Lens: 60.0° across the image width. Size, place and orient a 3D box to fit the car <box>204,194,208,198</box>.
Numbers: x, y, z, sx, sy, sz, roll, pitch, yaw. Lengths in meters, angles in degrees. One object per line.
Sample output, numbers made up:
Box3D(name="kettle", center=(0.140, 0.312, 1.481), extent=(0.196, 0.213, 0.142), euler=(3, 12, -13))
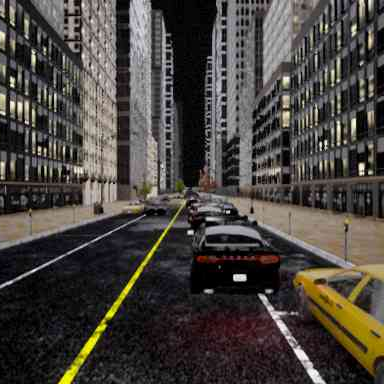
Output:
Box3D(name="car", center=(2.708, 1.403, 38.341), extent=(1.967, 1.590, 4.097), euler=(0, 0, 0))

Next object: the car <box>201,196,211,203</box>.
Box3D(name="car", center=(2.725, 1.472, 66.802), extent=(1.887, 1.381, 4.507), euler=(0, 0, 0))

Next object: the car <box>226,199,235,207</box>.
Box3D(name="car", center=(2.702, 1.541, 26.956), extent=(1.947, 1.339, 4.313), euler=(0, 0, 0))

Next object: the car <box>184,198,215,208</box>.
Box3D(name="car", center=(0.708, 1.483, 24.831), extent=(1.837, 1.490, 4.892), euler=(0, 0, 4))

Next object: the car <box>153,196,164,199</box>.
Box3D(name="car", center=(-5.666, 1.390, 49.744), extent=(1.967, 1.590, 4.097), euler=(0, 0, 0))

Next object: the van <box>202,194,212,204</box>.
Box3D(name="van", center=(2.721, 1.277, 61.109), extent=(1.690, 1.788, 3.998), euler=(0, 0, 0))

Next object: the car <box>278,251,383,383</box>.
Box3D(name="car", center=(2.689, 1.521, 4.358), extent=(1.752, 1.417, 4.829), euler=(0, 0, 0))

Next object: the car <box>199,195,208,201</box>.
Box3D(name="car", center=(2.732, 1.461, 78.186), extent=(2.008, 1.369, 4.403), euler=(0, 0, 0))

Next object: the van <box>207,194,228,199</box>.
Box3D(name="van", center=(2.704, 1.310, 32.648), extent=(1.690, 1.788, 3.998), euler=(0, 0, 0))

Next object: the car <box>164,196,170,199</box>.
Box3D(name="car", center=(-5.652, 1.485, 72.511), extent=(1.947, 1.339, 4.313), euler=(0, 0, 0))

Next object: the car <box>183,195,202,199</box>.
Box3D(name="car", center=(0.035, 1.480, 45.944), extent=(1.812, 1.442, 4.674), euler=(0, 0, 0))

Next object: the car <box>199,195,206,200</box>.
Box3D(name="car", center=(2.738, 1.474, 89.572), extent=(1.802, 1.307, 4.206), euler=(0, 0, 0))

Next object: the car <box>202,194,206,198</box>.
Box3D(name="car", center=(2.719, 1.525, 55.417), extent=(1.802, 1.307, 4.206), euler=(0, 0, 0))

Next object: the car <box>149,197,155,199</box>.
Box3D(name="car", center=(-5.672, 1.545, 38.360), extent=(1.802, 1.307, 4.206), euler=(0, 0, 0))

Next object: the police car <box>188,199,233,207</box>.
Box3D(name="police car", center=(0.911, 1.408, 18.878), extent=(1.930, 1.638, 5.238), euler=(0, 0, 0))

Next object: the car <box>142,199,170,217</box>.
Box3D(name="car", center=(-3.083, 1.572, 30.625), extent=(1.895, 1.301, 4.718), euler=(0, 0, 0))

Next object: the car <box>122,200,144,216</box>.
Box3D(name="car", center=(-5.675, 1.494, 32.498), extent=(1.752, 1.417, 4.829), euler=(0, 0, 0))

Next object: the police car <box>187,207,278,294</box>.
Box3D(name="police car", center=(0.905, 1.417, 8.878), extent=(1.930, 1.638, 5.238), euler=(0, 0, 0))
